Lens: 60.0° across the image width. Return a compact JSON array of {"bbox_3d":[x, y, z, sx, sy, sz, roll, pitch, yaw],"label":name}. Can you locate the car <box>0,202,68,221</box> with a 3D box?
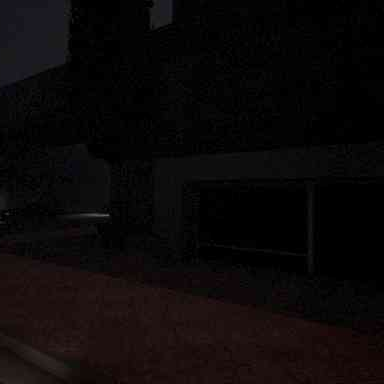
[{"bbox_3d":[-13.096,1.547,27.632,2.033,1.411,5.357,0,0,36],"label":"car"}]

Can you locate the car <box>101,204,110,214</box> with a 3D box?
[{"bbox_3d":[-7.444,1.526,35.475,1.812,1.442,4.674,0,0,36],"label":"car"}]
